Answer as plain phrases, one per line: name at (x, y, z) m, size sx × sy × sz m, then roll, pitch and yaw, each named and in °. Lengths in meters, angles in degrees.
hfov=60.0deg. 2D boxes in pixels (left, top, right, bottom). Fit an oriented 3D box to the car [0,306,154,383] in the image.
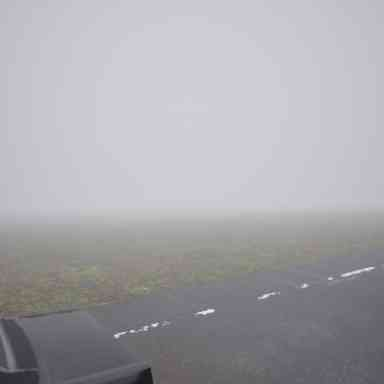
car at (-2.712, 1.602, 2.059) m, size 4.718 × 1.301 × 1.895 m, roll 0°, pitch 0°, yaw -35°
